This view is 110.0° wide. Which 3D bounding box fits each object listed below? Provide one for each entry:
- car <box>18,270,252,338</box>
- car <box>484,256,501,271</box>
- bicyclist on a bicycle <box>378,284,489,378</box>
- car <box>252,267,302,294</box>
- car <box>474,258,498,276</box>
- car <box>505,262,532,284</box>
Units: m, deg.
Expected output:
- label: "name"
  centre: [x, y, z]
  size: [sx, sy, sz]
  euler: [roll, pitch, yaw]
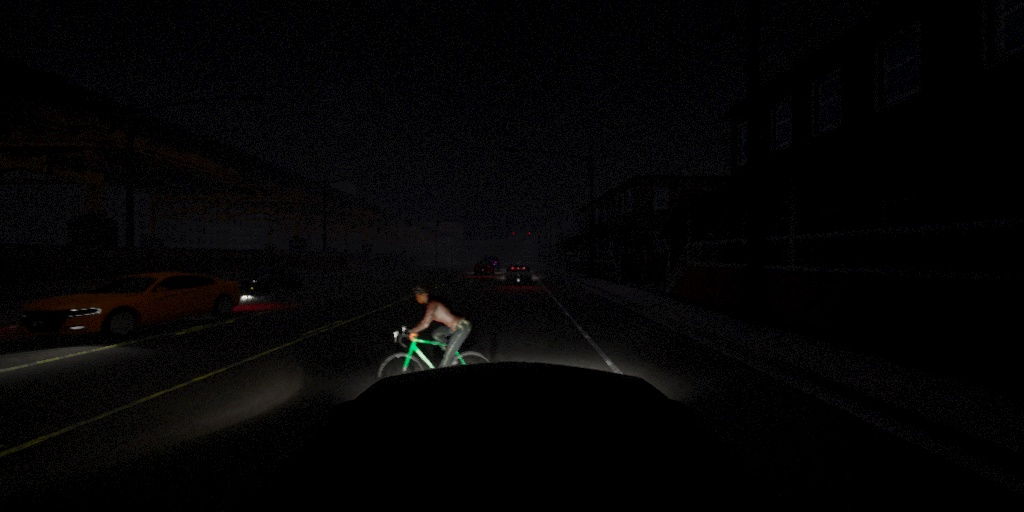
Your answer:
- label: "car"
  centre: [-10.461, 1.227, 10.444]
  size: [1.882, 1.535, 5.008]
  euler: [0, 0, 1]
- label: "car"
  centre: [-2.716, 0.971, 47.988]
  size: [2.150, 2.045, 5.566]
  euler: [0, 0, 1]
- label: "bicyclist on a bicycle"
  centre: [-1.054, 1.204, 4.946]
  size: [1.656, 1.620, 0.582]
  euler: [-2, 0, 1]
- label: "car"
  centre: [-13.811, 1.314, 20.117]
  size: [1.994, 1.385, 4.181]
  euler: [0, 0, 1]
- label: "car"
  centre: [-2.853, 1.227, 38.005]
  size: [1.882, 1.535, 5.008]
  euler: [0, 0, 1]
- label: "car"
  centre: [0.480, 1.350, 26.523]
  size: [1.895, 1.301, 4.718]
  euler: [0, 0, 1]
